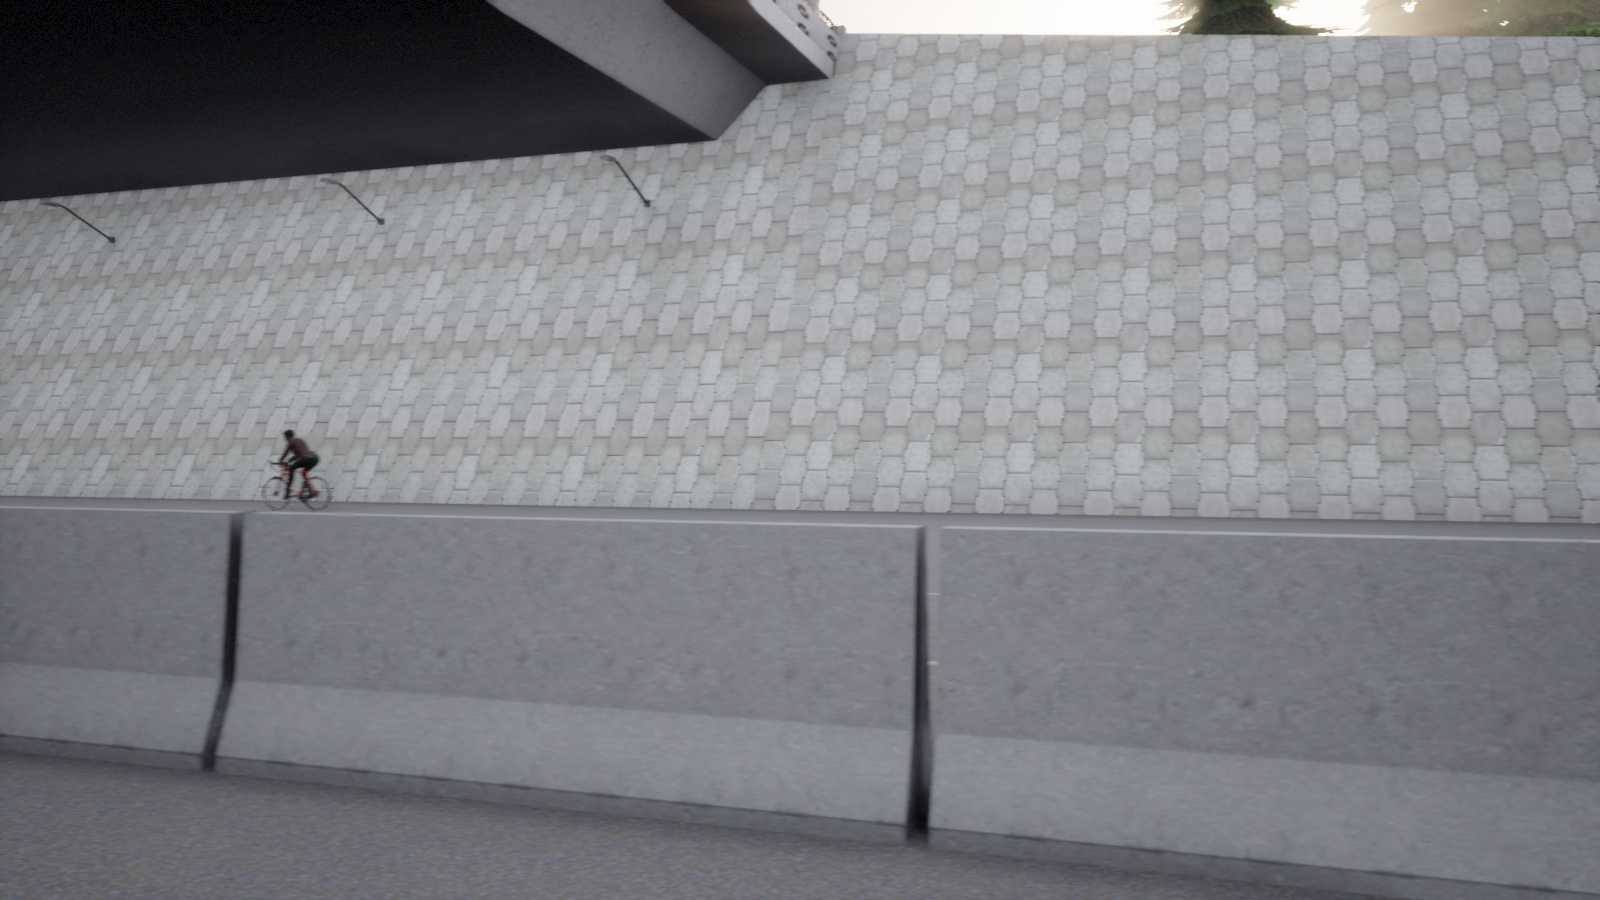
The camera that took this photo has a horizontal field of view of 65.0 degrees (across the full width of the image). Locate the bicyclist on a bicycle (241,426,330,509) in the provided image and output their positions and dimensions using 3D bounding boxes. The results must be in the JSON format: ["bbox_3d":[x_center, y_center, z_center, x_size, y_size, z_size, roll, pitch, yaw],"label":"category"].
[{"bbox_3d":[-10.284,0.338,25.114,1.656,1.620,0.582,0,1,19],"label":"bicyclist on a bicycle"}]
